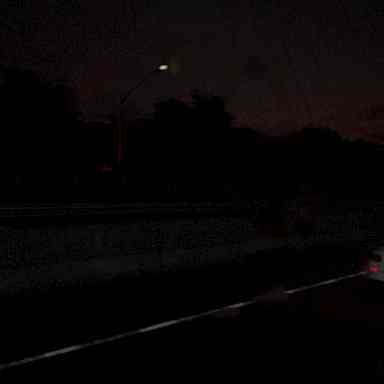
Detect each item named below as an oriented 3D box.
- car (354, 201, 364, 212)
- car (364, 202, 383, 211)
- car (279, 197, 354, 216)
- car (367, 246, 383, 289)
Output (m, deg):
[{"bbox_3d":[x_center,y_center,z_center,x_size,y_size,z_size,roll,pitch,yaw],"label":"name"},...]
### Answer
[{"bbox_3d":[20.030,1.840,39.732,5.357,1.411,2.033,1,0,-35],"label":"car"},{"bbox_3d":[21.030,1.846,36.146,4.181,1.385,1.994,1,0,-35],"label":"car"},{"bbox_3d":[8.420,1.359,22.880,5.566,2.045,2.150,1,0,-35],"label":"car"},{"bbox_3d":[6.056,1.589,8.059,4.674,1.442,1.812,0,0,-35],"label":"car"}]
